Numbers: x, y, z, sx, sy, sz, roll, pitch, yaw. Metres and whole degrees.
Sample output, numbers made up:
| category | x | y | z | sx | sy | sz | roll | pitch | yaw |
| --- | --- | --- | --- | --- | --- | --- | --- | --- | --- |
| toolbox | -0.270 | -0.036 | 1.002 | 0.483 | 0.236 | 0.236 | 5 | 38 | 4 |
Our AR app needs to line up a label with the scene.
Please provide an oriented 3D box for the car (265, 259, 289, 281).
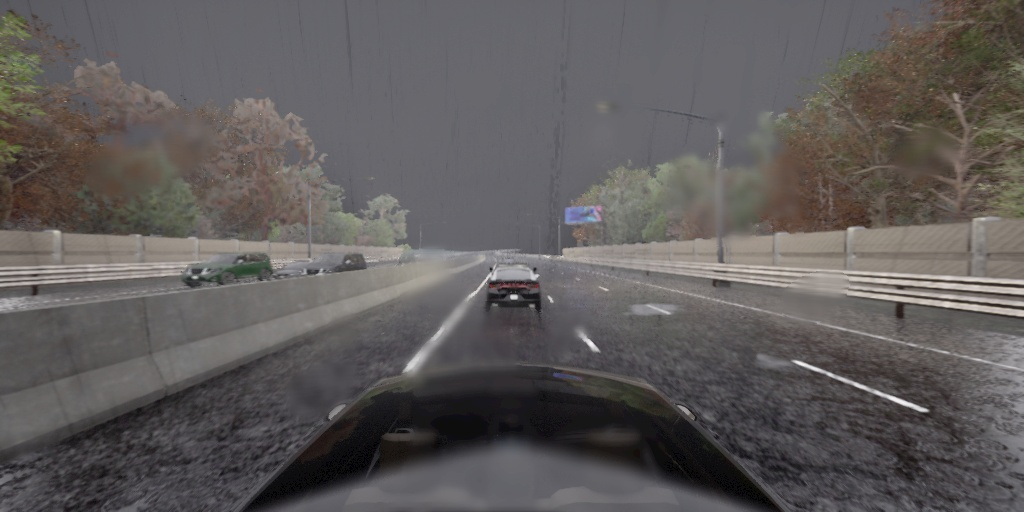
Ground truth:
| category | x | y | z | sx | sy | sz | roll | pitch | yaw |
| --- | --- | --- | --- | --- | --- | --- | --- | --- | --- |
| car | -14.257 | 1.066 | 24.628 | 1.837 | 1.490 | 4.892 | 0 | 0 | -1 |

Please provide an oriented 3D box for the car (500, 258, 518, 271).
| category | x | y | z | sx | sy | sz | roll | pitch | yaw |
| --- | --- | --- | --- | --- | --- | --- | --- | --- | --- |
| car | -0.406 | 0.946 | 43.050 | 2.033 | 1.411 | 5.357 | 0 | 0 | -1 |

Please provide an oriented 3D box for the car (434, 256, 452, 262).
| category | x | y | z | sx | sy | sz | roll | pitch | yaw |
| --- | --- | --- | --- | --- | --- | --- | --- | --- | --- |
| car | -11.597 | 0.727 | 62.636 | 2.128 | 1.511 | 4.902 | 0 | 1 | -1 |

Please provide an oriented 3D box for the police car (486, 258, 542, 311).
| category | x | y | z | sx | sy | sz | roll | pitch | yaw |
| --- | --- | --- | --- | --- | --- | --- | --- | --- | --- |
| police car | 0.045 | 1.072 | 13.913 | 1.930 | 1.638 | 5.238 | 0 | 0 | 0 |

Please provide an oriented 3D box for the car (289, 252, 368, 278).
| category | x | y | z | sx | sy | sz | roll | pitch | yaw |
| --- | --- | --- | --- | --- | --- | --- | --- | --- | --- |
| car | -10.726 | 0.804 | 21.899 | 2.150 | 2.045 | 5.566 | 0 | 1 | -1 |

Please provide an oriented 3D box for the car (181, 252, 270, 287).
| category | x | y | z | sx | sy | sz | roll | pitch | yaw |
| --- | --- | --- | --- | --- | --- | --- | --- | --- | --- |
| car | -17.737 | 0.798 | 22.785 | 2.150 | 2.045 | 5.566 | 0 | 1 | -1 |
